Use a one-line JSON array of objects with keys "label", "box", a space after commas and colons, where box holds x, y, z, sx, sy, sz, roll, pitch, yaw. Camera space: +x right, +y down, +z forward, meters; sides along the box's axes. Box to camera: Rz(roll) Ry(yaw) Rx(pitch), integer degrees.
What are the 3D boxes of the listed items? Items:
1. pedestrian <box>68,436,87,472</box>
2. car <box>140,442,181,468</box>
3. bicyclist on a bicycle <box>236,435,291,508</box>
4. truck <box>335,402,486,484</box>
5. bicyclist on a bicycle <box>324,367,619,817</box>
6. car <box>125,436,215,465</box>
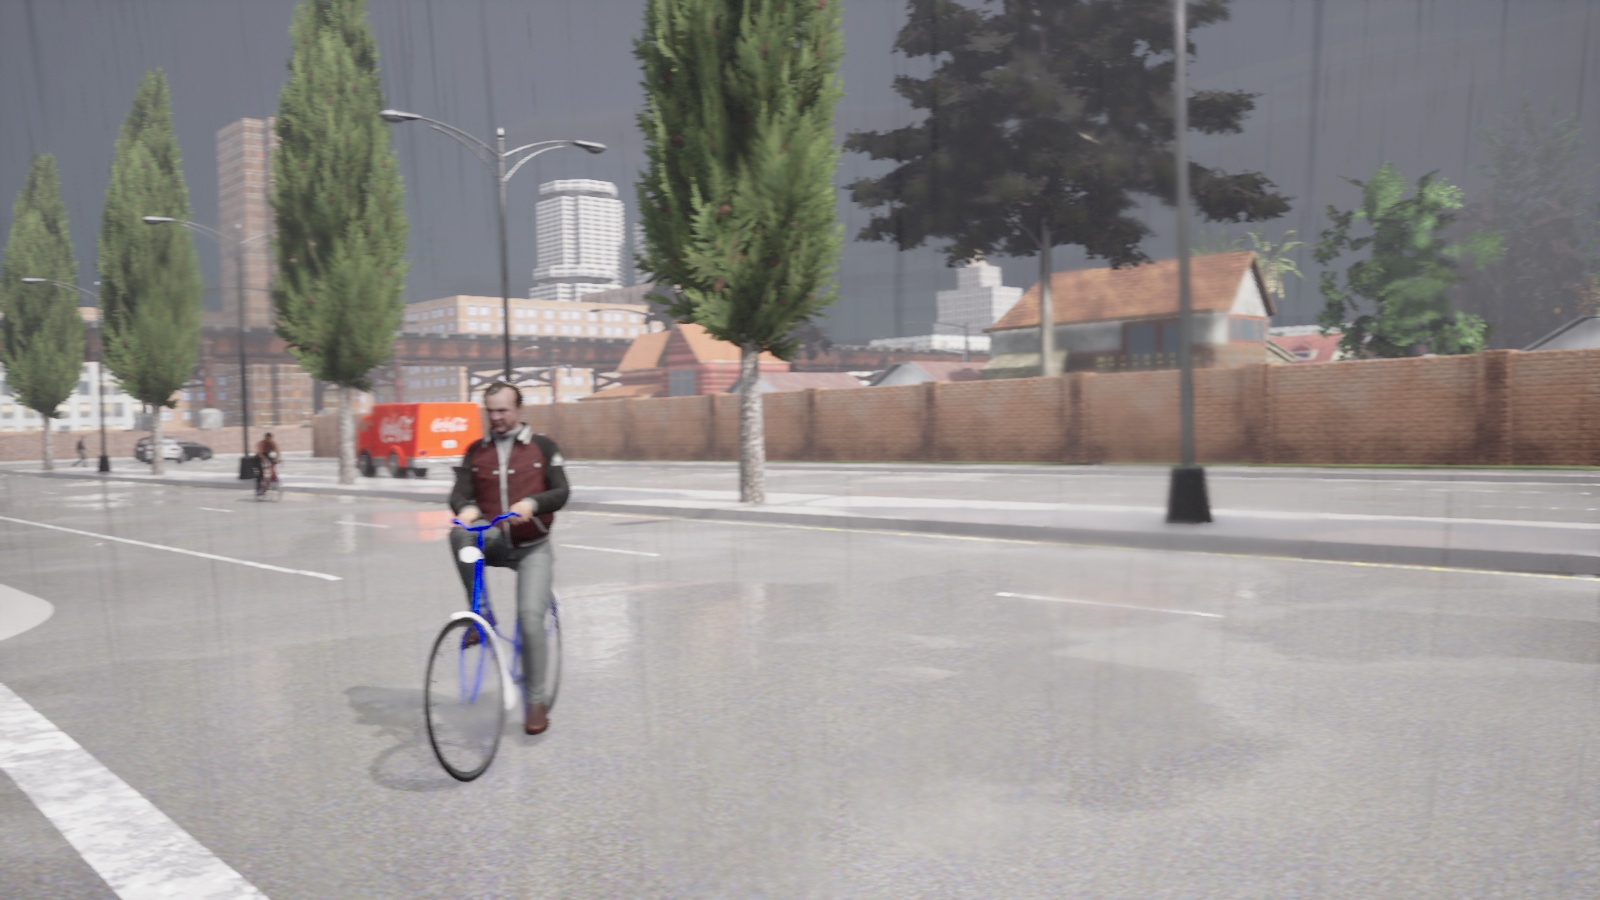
[{"label": "pedestrian", "box": [-37.423, 0.199, 65.033, 0.720, 1.854, 0.376, -3, 2, -45]}, {"label": "car", "box": [-38.041, 0.279, 74.802, 1.812, 1.442, 4.674, -3, 2, -23]}, {"label": "bicyclist on a bicycle", "box": [-12.356, 0.474, 28.901, 0.582, 1.620, 1.656, -3, 2, -43]}, {"label": "truck", "box": [-12.824, -0.228, 41.149, 2.627, 2.467, 5.204, -3, 2, -43]}, {"label": "bicyclist on a bicycle", "box": [-1.450, 0.559, 5.944, 0.659, 1.776, 1.843, -3, 1, 5]}, {"label": "car", "box": [-40.374, 0.036, 80.601, 2.242, 1.667, 4.611, -1, 1, 34]}]
